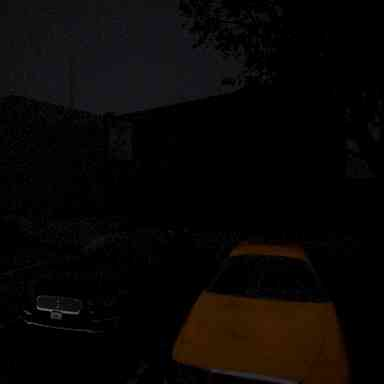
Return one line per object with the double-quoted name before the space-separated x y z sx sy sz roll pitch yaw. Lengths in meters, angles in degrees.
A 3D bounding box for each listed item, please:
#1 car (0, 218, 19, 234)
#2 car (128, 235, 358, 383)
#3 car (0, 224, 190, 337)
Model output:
"car" -8.558 1.528 12.212 2.002 1.452 4.674 1 -1 16
"car" 1.153 1.480 5.049 1.946 1.575 5.366 1 -1 16
"car" -1.236 1.487 6.978 2.231 1.521 4.892 1 -1 16
